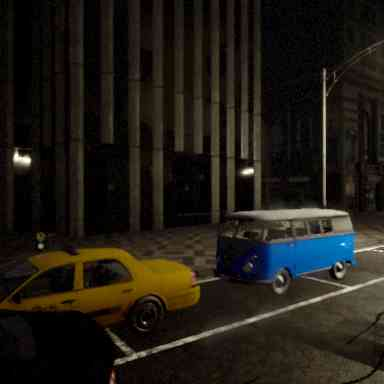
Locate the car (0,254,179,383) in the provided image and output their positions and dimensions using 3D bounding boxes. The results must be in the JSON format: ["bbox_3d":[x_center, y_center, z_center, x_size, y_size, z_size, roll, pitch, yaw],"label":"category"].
[{"bbox_3d":[-2.686,1.488,1.430,4.902,1.511,2.128,0,0,-35],"label":"car"}]

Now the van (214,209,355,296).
[{"bbox_3d":[2.410,1.344,8.370,3.998,1.788,1.690,0,0,-36],"label":"van"}]

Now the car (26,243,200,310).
[{"bbox_3d":[-2.135,1.526,5.127,4.829,1.417,1.752,0,0,-36],"label":"car"}]
